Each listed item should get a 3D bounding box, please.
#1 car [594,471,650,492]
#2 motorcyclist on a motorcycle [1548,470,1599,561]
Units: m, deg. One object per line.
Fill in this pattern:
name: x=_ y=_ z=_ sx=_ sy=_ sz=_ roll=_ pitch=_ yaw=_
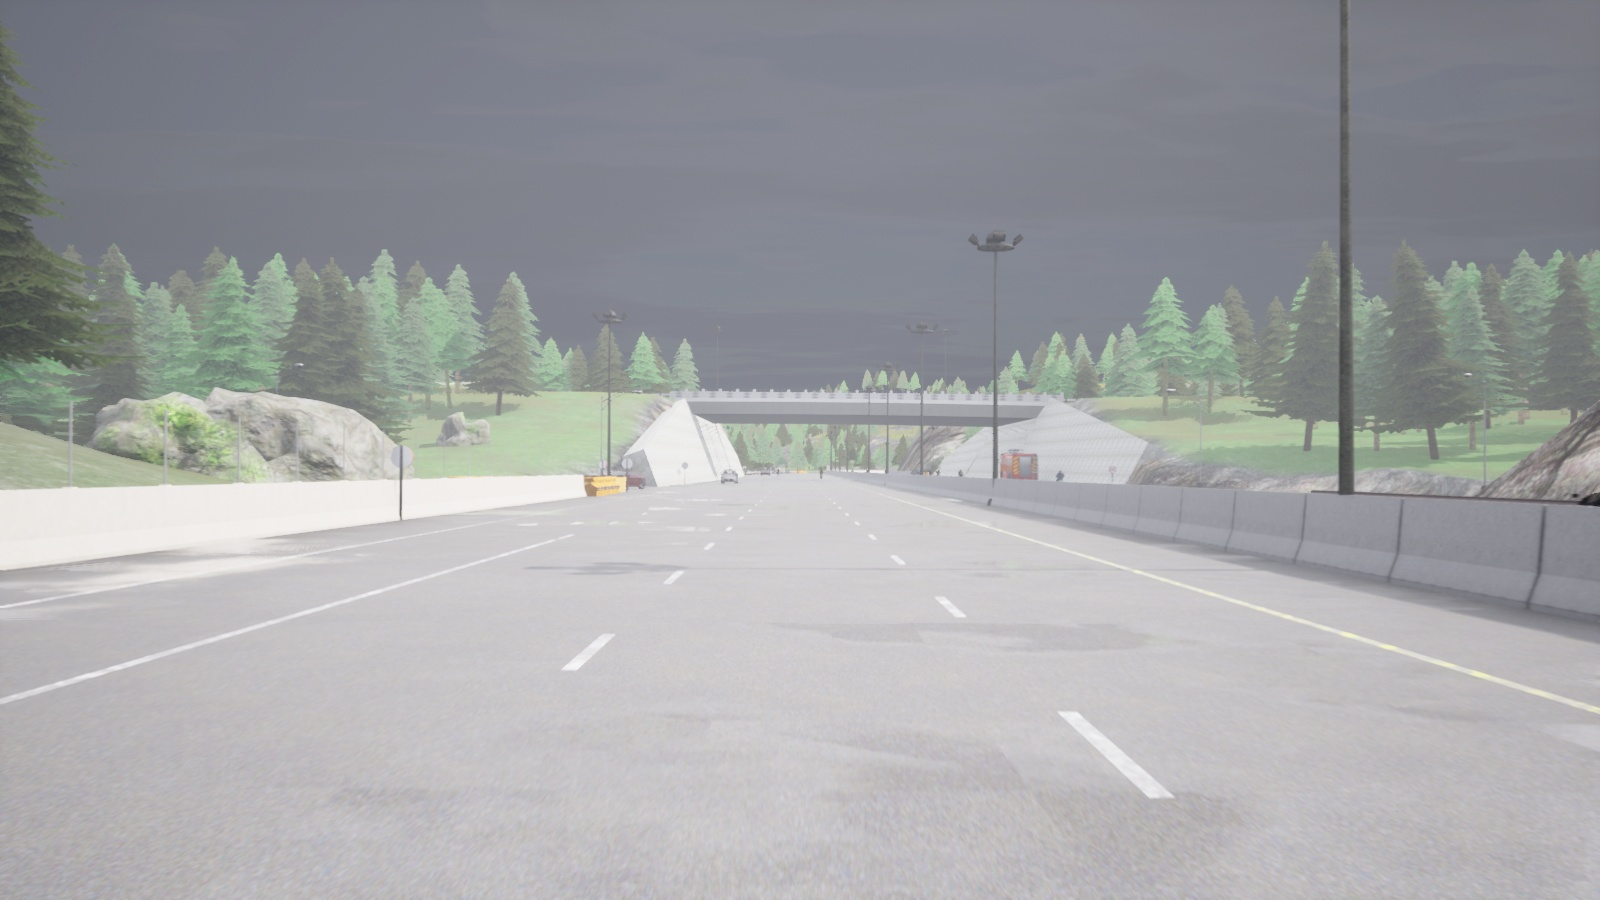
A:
car: x=-13.055 y=2.289 z=92.200 sx=1.812 sy=1.442 sz=4.674 roll=-1 pitch=-1 yaw=25
motorcyclist on a motorcycle: x=13.948 y=1.119 z=21.571 sx=0.866 sy=1.530 sz=2.191 roll=0 pitch=-1 yaw=0
